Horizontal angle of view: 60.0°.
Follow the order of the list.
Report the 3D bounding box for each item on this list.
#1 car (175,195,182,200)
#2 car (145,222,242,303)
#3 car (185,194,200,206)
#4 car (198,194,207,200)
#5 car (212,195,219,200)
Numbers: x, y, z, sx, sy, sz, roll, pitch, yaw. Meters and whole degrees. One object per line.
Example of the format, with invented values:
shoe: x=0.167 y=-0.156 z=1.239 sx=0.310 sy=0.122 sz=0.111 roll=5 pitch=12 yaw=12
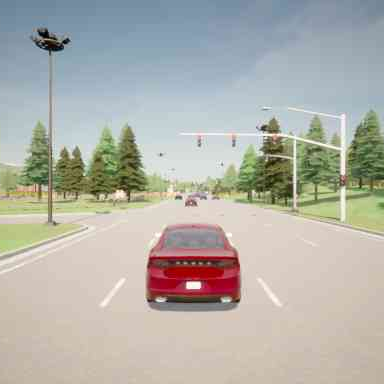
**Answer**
car: x=-3.772 y=1.478 z=94.313 sx=1.882 sy=1.535 sz=5.008 roll=0 pitch=0 yaw=0
car: x=0.039 y=1.478 z=8.275 sx=1.882 sy=1.535 sz=5.008 roll=0 pitch=0 yaw=0
car: x=-0.151 y=1.525 z=52.877 sx=1.812 sy=1.442 sz=4.674 roll=0 pitch=0 yaw=0
car: x=3.228 y=1.524 z=94.334 sx=1.812 sy=1.442 sz=4.674 roll=0 pitch=0 yaw=0
car: x=6.728 y=1.525 z=94.344 sx=2.128 sy=1.511 sz=4.902 roll=0 pitch=0 yaw=0
